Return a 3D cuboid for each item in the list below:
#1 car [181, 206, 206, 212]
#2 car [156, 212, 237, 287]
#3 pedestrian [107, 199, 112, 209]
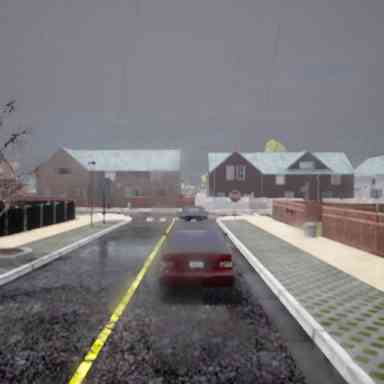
[{"bbox_3d":[0.090,1.530,19.970,2.033,1.411,5.357,0,0,0],"label":"car"},{"bbox_3d":[0.096,1.539,9.350,2.033,1.411,5.357,0,0,0],"label":"car"},{"bbox_3d":[-9.371,1.021,37.365,0.375,1.860,0.375,0,0,1],"label":"pedestrian"}]
